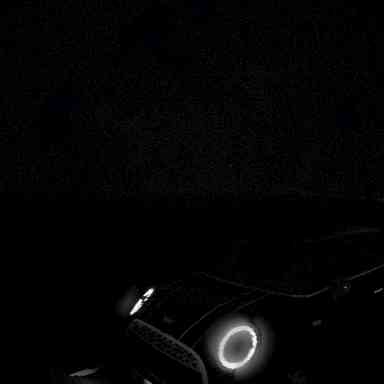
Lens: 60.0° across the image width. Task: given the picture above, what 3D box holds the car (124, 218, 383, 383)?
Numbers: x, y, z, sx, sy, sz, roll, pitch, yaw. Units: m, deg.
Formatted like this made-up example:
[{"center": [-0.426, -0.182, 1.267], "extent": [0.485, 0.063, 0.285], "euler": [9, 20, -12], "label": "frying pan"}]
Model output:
[{"center": [1.342, 1.330, 4.691], "extent": [4.553, 1.767, 2.097], "euler": [-1, 0, -39], "label": "car"}]

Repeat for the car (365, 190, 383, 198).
[{"center": [38.526, 0.423, 70.198], "extent": [1.837, 1.490, 4.892], "euler": [0, 1, 2], "label": "car"}]
